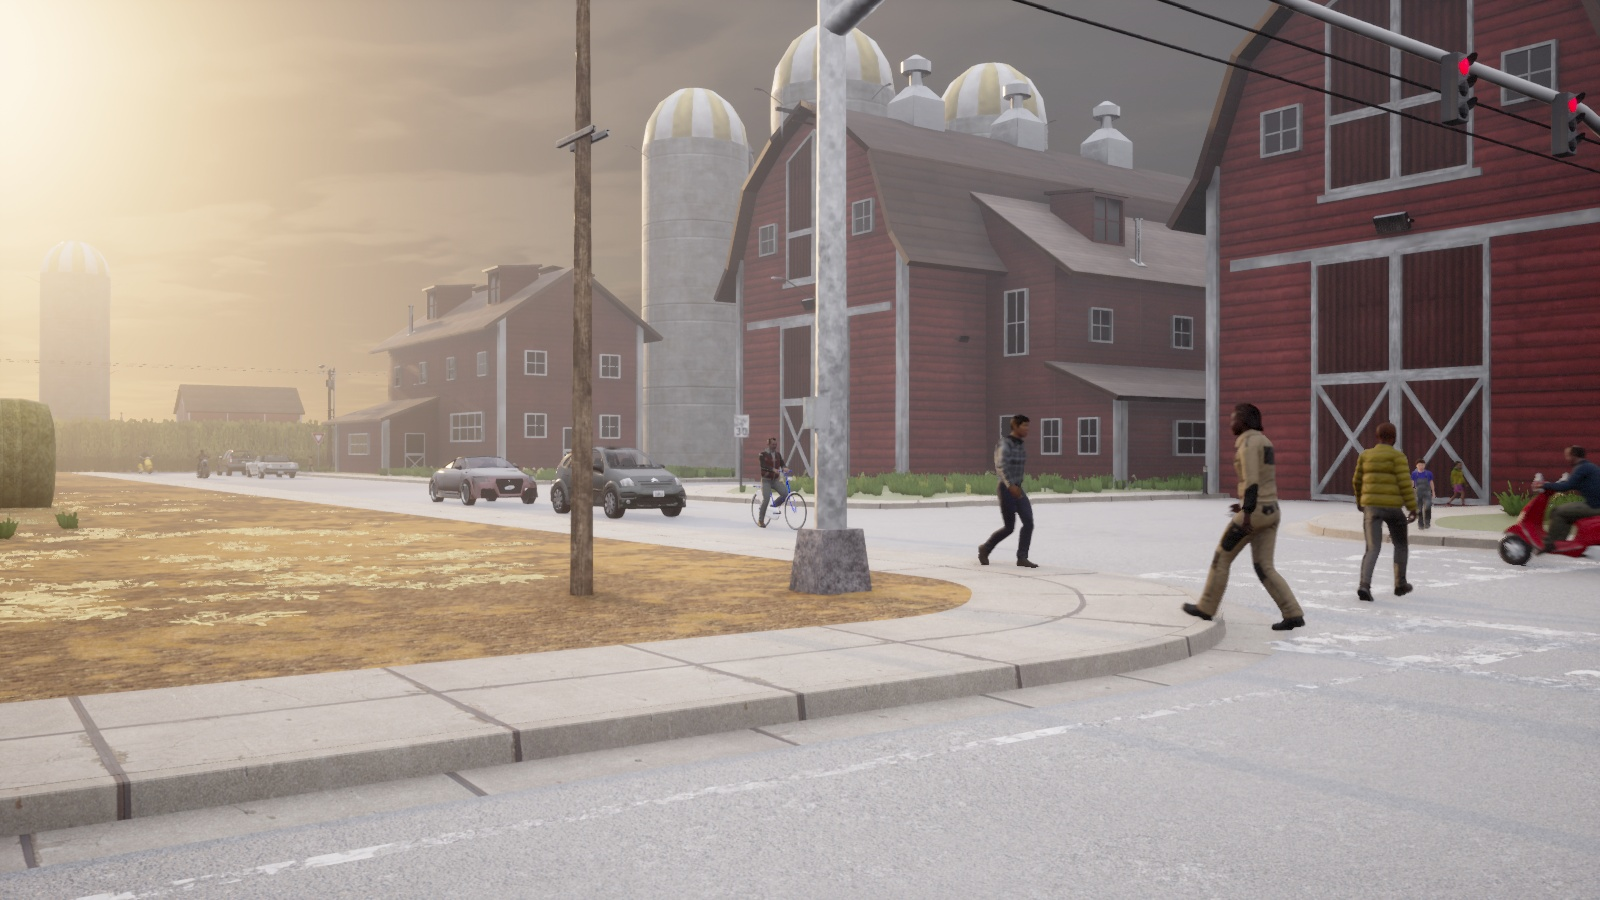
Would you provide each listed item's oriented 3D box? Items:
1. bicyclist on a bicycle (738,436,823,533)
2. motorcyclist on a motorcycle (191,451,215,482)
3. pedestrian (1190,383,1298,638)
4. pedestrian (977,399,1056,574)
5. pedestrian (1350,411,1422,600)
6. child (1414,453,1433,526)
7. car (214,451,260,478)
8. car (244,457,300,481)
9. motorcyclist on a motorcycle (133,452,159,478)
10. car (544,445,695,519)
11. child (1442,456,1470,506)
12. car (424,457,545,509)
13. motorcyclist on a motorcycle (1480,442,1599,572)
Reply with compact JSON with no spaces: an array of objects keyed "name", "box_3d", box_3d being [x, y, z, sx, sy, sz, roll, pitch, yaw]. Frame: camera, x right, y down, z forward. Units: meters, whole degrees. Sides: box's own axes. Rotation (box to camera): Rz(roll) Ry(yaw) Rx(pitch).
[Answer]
[{"name":"bicyclist on a bicycle","box_3d":[-0.399,0.641,24.027,0.659,1.776,1.843,-1,0,-36]},{"name":"motorcyclist on a motorcycle","box_3d":[-32.500,0.905,68.397,0.766,1.649,2.350,0,0,-36]},{"name":"pedestrian","box_3d":[3.489,0.460,9.884,0.396,1.930,0.692,0,0,-43]},{"name":"pedestrian","box_3d":[2.490,0.410,14.479,0.423,1.949,0.788,0,0,-44]},{"name":"pedestrian","box_3d":[5.871,0.538,12.581,0.726,1.835,0.370,0,0,-40]},{"name":"child","box_3d":[10.870,0.681,21.897,0.270,1.263,0.437,0,0,25]},{"name":"car","box_3d":[-34.760,0.880,77.491,1.851,1.617,3.988,0,0,-36]},{"name":"car","box_3d":[-29.672,1.054,70.457,1.895,1.301,4.718,0,0,-36]},{"name":"motorcyclist on a motorcycle","box_3d":[-42.173,0.959,80.980,1.817,1.590,0.866,0,1,40]},{"name":"car","box_3d":[-4.279,0.697,29.392,1.851,1.617,3.988,0,0,-36]},{"name":"child","box_3d":[15.160,0.709,29.020,0.299,1.160,0.473,0,0,-31]},{"name":"car","box_3d":[-9.124,0.890,36.096,1.994,1.385,4.181,0,0,-36]},{"name":"motorcyclist on a motorcycle","box_3d":[9.778,0.692,15.934,0.866,1.590,1.817,0,0,-36]}]
